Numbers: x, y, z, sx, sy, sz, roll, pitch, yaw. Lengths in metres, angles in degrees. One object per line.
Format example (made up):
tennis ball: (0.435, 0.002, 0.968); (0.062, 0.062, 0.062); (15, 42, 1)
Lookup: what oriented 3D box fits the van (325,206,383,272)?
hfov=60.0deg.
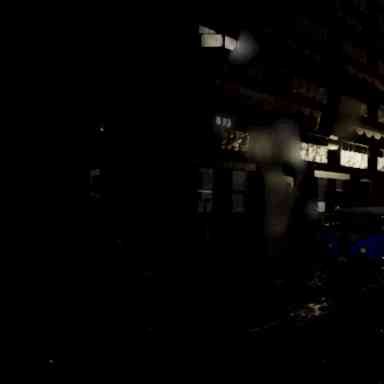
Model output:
van: (5.937, 1.378, 10.720); (3.998, 1.788, 1.690); (0, 1, -38)

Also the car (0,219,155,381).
car: (-2.830, 1.352, 3.980); (5.009, 1.841, 2.192); (0, 1, -38)
